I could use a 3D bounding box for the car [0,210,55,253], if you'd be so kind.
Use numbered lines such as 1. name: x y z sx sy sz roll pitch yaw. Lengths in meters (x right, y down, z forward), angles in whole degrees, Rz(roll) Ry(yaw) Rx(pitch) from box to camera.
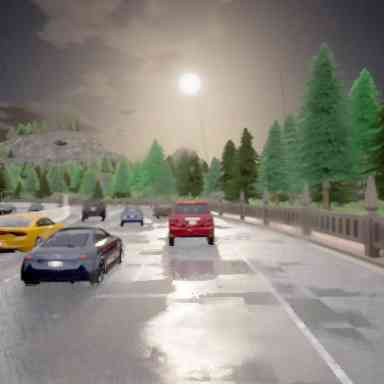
1. car: -6.993 1.743 14.352 1.882 1.535 5.008 0 -1 -3

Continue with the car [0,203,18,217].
1. car: -23.914 2.293 43.033 1.882 1.535 5.008 0 -1 -21

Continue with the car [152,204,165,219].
1. car: -3.070 2.005 35.271 1.882 1.535 5.008 0 -1 -13

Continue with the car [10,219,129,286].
1. car: -3.335 1.737 10.037 1.994 1.385 4.181 0 -1 -1

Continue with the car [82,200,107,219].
1. car: -9.707 1.776 33.168 2.150 2.045 5.566 0 -1 -13

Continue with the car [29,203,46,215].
1. car: -21.103 2.334 45.484 1.837 1.490 4.892 0 -1 -21

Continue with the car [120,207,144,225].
1. car: -4.994 1.985 27.751 2.033 1.411 5.357 0 -1 -10

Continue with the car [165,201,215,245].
1. car: -0.156 1.467 17.162 2.150 2.045 5.566 0 -1 -4
